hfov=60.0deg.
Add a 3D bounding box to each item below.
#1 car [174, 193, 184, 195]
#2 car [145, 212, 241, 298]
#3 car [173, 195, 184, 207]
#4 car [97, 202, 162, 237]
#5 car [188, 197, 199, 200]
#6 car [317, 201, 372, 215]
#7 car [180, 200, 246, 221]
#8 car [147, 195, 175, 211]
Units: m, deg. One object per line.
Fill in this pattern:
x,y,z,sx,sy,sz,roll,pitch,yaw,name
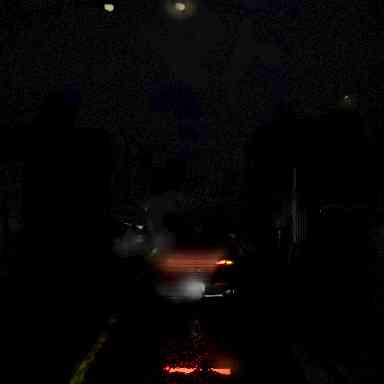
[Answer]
-2.596,1.417,63.969,1.882,1.535,5.008,0,0,0,car
0.103,1.504,8.512,1.837,1.490,4.892,0,0,0,car
-2.618,1.504,49.975,2.033,1.411,5.357,0,0,0,car
-3.684,1.375,17.843,1.837,1.490,4.892,2,0,-32,car
0.307,1.485,48.055,1.812,1.442,4.674,0,0,0,car
14.641,1.499,32.188,4.718,1.301,1.895,-1,-1,-1,car
1.693,1.512,25.354,4.718,1.301,1.895,-1,-1,-1,car
-4.029,1.500,36.578,2.128,1.511,4.902,-3,1,16,car
